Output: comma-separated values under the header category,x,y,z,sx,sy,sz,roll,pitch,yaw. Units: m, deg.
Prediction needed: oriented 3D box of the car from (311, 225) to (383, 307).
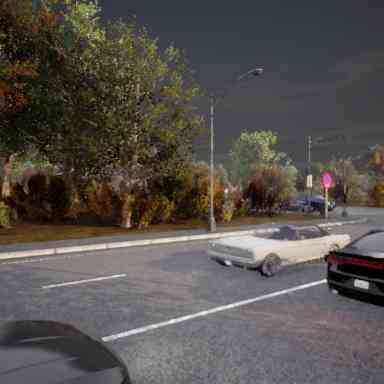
category,x,y,z,sx,sy,sz,roll,pitch,yaw
car,5.025,1.491,7.352,5.008,1.535,1.882,0,0,-36

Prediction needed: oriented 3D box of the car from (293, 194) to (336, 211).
category,x,y,z,sx,sy,sz,roll,pitch,yaw
car,14.717,1.277,40.668,2.150,2.045,5.566,0,0,-31

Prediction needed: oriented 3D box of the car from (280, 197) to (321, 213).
category,x,y,z,sx,sy,sz,roll,pitch,yaw
car,12.115,1.614,38.198,1.994,1.385,4.181,0,0,-32

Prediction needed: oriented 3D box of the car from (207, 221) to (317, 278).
category,x,y,z,sx,sy,sz,roll,pitch,yaw
car,2.781,1.613,10.307,4.718,1.301,1.895,0,0,-36

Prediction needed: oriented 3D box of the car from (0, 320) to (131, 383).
category,x,y,z,sx,sy,sz,roll,pitch,yaw
car,-2.700,1.503,1.812,4.892,1.490,1.837,0,0,-36
